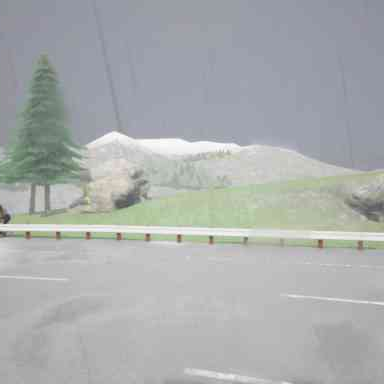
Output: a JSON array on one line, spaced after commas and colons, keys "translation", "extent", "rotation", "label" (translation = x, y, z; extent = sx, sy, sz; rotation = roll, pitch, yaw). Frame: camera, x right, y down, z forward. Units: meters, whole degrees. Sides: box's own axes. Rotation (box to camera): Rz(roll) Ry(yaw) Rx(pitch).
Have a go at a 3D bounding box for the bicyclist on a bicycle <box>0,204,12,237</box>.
[{"translation": [-9.207, 1.431, 16.104], "extent": [0.582, 1.620, 1.656], "rotation": [0, -5, 6], "label": "bicyclist on a bicycle"}]
